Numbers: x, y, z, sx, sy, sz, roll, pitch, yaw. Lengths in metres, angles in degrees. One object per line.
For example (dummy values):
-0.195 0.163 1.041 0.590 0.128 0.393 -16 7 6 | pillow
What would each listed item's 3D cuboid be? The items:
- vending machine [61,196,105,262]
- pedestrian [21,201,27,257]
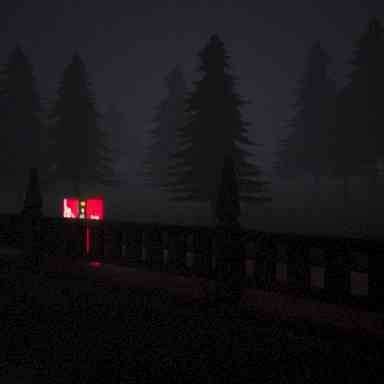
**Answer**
-3.702 1.195 11.340 0.880 2.100 1.100 0 0 30 | vending machine
-5.216 1.141 10.538 0.375 1.860 0.375 0 0 30 | pedestrian
